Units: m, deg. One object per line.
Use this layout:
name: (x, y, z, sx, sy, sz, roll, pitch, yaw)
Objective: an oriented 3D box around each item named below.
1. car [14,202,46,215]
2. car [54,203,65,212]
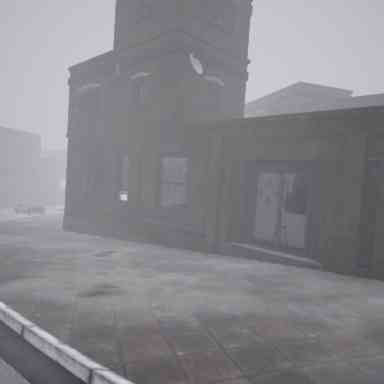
car: (-19.774, 1.991, 40.868, 2.128, 1.511, 4.902, 4, -1, 3)
car: (-18.612, 2.363, 50.782, 2.033, 1.411, 5.357, 4, -1, 16)
